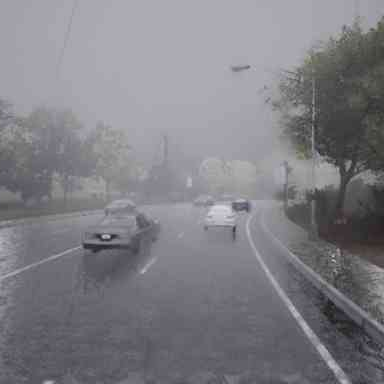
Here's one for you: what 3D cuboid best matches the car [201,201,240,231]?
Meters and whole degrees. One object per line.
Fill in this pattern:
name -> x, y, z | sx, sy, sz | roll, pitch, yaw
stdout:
car -> 1.858, 1.530, 20.555 | 1.812, 1.442, 4.674 | 0, 0, 9

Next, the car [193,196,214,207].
car -> 1.737, 1.342, 49.160 | 2.097, 1.767, 4.553 | 0, 0, 20

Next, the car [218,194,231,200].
car -> 7.197, 1.207, 70.310 | 1.882, 1.535, 5.008 | 0, 0, 27

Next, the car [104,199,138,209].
car -> -6.804, 1.468, 32.224 | 1.837, 1.490, 4.892 | 0, 0, 13

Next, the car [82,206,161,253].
car -> -2.605, 1.536, 13.584 | 2.033, 1.411, 5.357 | 0, 0, 6

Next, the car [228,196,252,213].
car -> 5.750, 1.494, 38.233 | 1.882, 1.535, 5.008 | 0, 0, 16
